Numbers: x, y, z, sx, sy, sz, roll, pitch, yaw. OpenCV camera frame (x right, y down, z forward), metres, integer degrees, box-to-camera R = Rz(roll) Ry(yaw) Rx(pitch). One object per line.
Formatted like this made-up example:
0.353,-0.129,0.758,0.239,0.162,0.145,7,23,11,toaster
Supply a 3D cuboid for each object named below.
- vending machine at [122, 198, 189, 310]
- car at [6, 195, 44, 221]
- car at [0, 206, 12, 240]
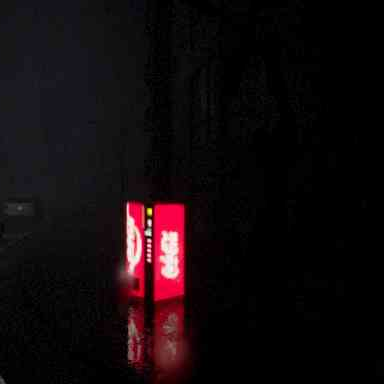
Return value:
-0.775,1.195,7.002,1.100,2.100,0.880,0,0,-38,vending machine
-13.400,1.222,26.888,2.150,2.045,5.566,0,0,-17,car
-9.214,1.547,13.836,2.033,1.411,5.357,0,0,-20,car
